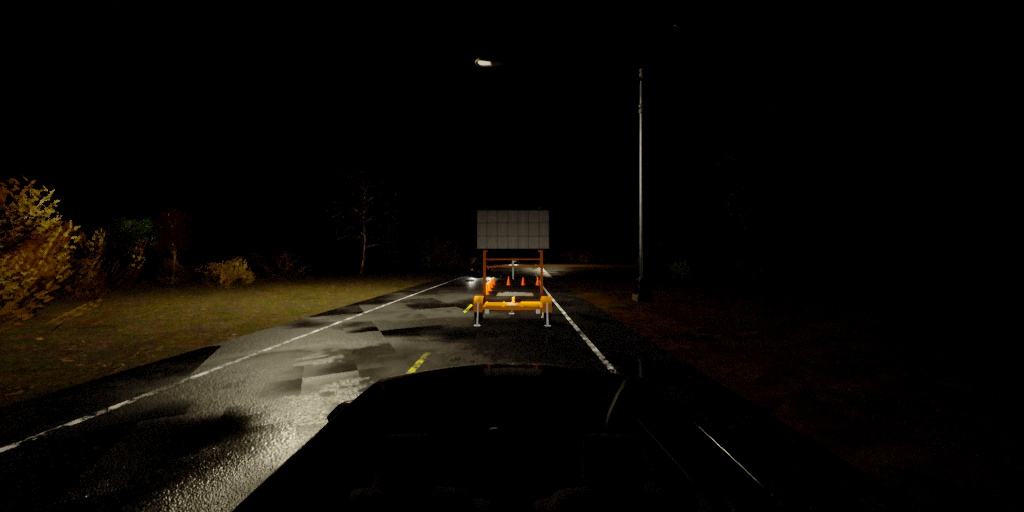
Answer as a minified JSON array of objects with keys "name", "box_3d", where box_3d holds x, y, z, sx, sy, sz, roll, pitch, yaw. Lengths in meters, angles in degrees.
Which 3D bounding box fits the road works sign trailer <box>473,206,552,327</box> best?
[{"name":"road works sign trailer","box_3d":[0.036,0.214,11.589,2.380,3.560,2.880,0,0,1]}]

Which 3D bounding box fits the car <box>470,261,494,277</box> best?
[{"name":"car","box_3d":[-2.925,1.224,35.587,1.882,1.535,5.008,0,0,2]}]
